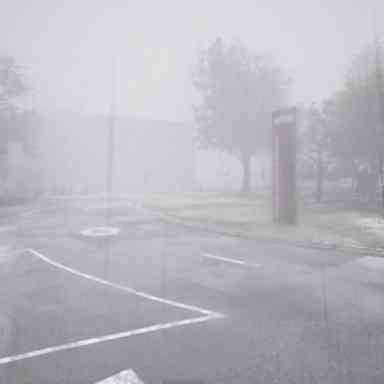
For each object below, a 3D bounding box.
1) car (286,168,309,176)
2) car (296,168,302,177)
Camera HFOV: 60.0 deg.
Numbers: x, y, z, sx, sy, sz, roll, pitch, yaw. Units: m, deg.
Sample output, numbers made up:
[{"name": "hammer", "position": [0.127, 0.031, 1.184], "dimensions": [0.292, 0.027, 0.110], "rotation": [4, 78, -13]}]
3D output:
[{"name": "car", "position": [28.870, -5.482, 90.761], "dimensions": [5.566, 2.045, 2.435], "rotation": [-3, 8, -19]}, {"name": "car", "position": [28.658, -4.497, 84.696], "dimensions": [5.366, 1.575, 1.946], "rotation": [-3, 8, -19]}]
